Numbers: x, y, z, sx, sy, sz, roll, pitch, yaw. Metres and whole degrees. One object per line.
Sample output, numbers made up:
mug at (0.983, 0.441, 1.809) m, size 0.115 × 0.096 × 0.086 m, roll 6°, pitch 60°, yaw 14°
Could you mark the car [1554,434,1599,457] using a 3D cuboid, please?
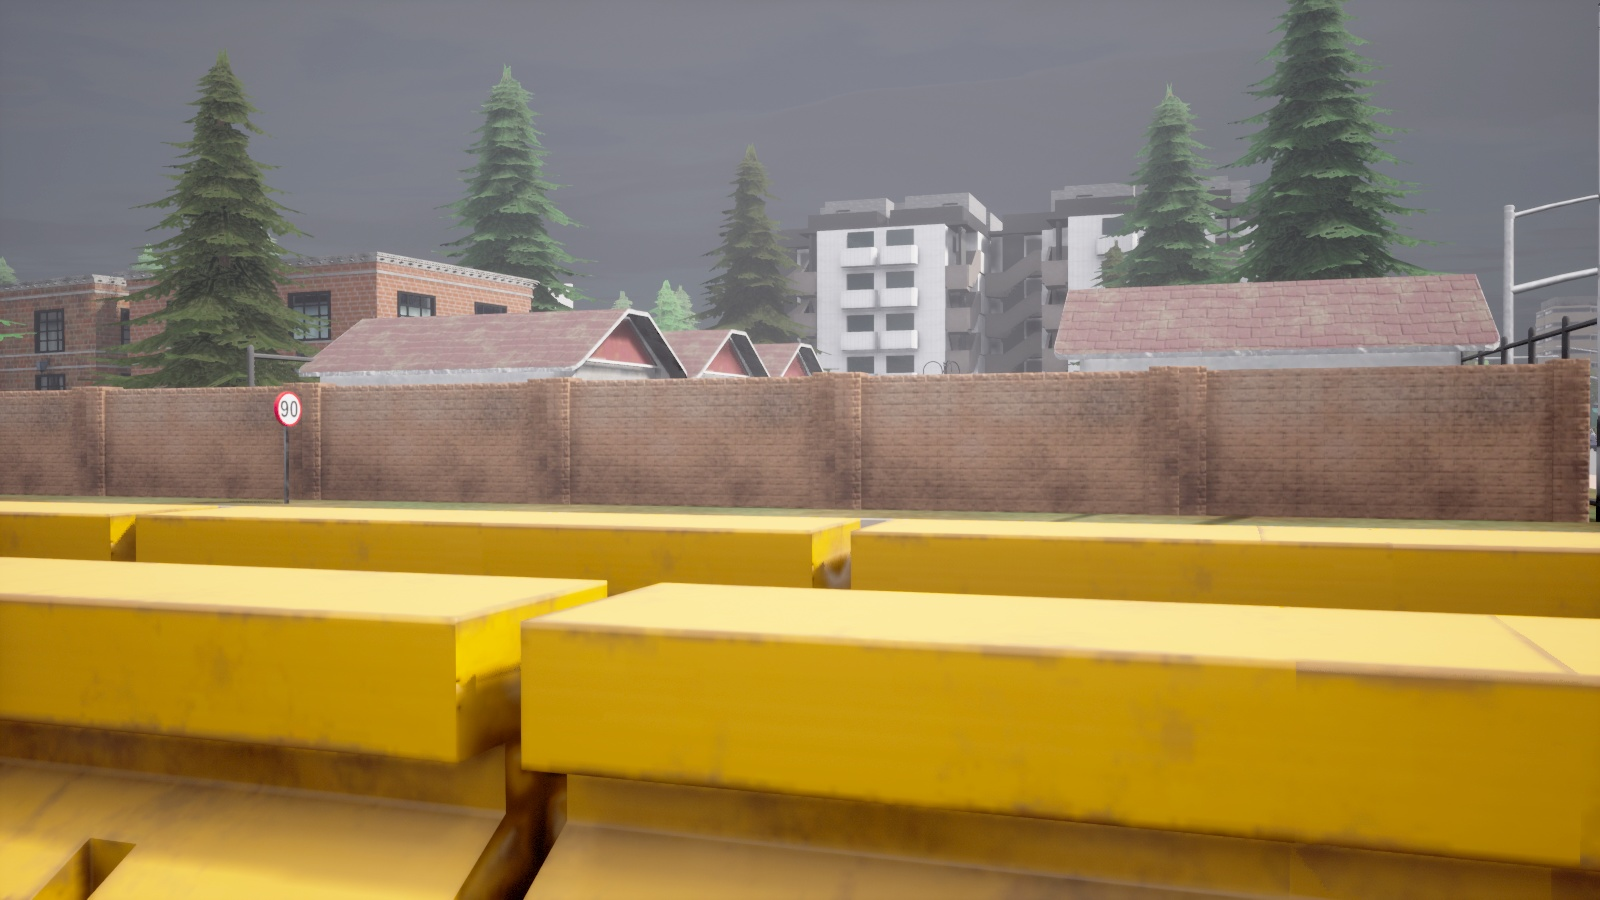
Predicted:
car at (50.428, -0.323, 81.438) m, size 1.970 × 1.475 × 3.806 m, roll 1°, pitch 1°, yaw 20°
